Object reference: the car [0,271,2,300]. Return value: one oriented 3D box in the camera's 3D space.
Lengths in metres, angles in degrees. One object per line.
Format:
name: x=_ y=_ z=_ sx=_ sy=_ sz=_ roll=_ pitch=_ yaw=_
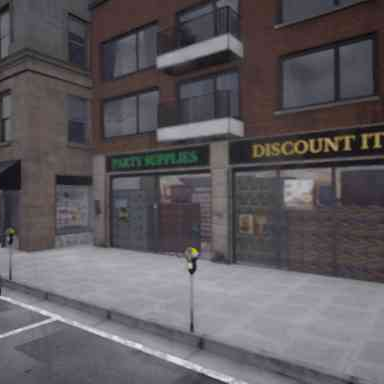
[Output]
car: x=-5.542 y=1.630 z=6.786 sx=4.403 sy=1.369 sz=2.008 roll=-1 pitch=0 yaw=36
